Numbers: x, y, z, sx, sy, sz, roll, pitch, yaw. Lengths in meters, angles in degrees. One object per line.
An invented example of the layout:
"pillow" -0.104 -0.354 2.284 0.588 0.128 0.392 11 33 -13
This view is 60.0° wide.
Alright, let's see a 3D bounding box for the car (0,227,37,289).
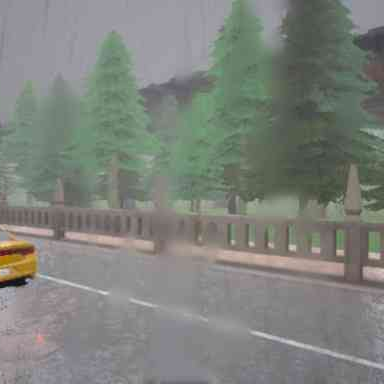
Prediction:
"car" -5.783 1.480 8.092 5.008 1.535 1.882 -1 0 36
